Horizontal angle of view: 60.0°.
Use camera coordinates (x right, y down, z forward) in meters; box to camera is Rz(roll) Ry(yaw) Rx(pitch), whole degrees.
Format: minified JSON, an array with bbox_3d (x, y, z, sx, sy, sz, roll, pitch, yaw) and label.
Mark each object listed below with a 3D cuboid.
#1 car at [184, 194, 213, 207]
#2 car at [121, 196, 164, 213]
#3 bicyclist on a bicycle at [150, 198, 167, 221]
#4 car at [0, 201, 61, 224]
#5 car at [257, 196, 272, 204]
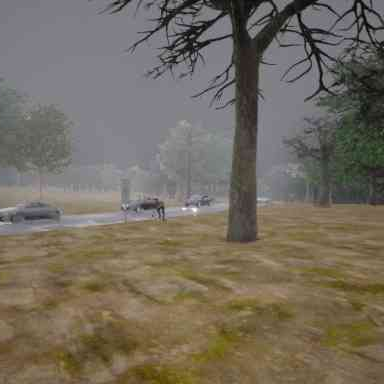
[{"bbox_3d":[0.875,1.057,40.921,1.837,1.490,4.892,1,1,31],"label":"car"},{"bbox_3d":[-4.712,1.148,32.097,2.128,1.511,4.902,2,2,34],"label":"car"},{"bbox_3d":[-2.451,1.288,24.053,1.656,1.620,0.582,0,0,36],"label":"bicyclist on a bicycle"},{"bbox_3d":[-11.282,1.363,23.008,1.994,1.385,4.181,2,2,37],"label":"car"},{"bbox_3d":[12.177,1.284,55.804,1.895,1.301,4.718,1,0,23],"label":"car"}]
